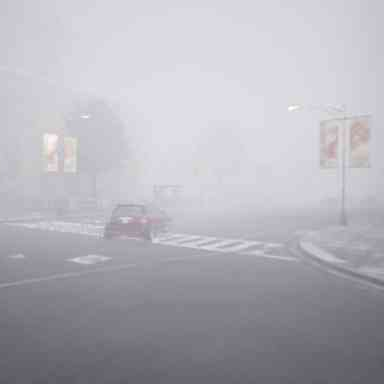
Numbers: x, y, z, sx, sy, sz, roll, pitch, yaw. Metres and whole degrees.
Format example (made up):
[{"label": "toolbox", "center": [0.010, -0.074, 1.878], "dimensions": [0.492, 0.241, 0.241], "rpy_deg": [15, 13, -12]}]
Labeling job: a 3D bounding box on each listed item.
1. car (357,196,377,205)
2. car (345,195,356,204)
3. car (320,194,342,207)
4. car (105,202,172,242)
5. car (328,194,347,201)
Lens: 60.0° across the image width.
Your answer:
[{"label": "car", "center": [29.887, 1.442, 56.360], "dimensions": [1.994, 1.385, 4.181], "rpy_deg": [0, 0, 37]}, {"label": "car", "center": [26.542, 1.350, 57.876], "dimensions": [2.128, 1.511, 4.902], "rpy_deg": [0, 0, 36]}, {"label": "car", "center": [20.531, 1.362, 49.448], "dimensions": [2.128, 1.511, 4.902], "rpy_deg": [0, 0, 36]}, {"label": "car", "center": [-2.466, 1.273, 16.321], "dimensions": [2.097, 1.767, 4.553], "rpy_deg": [1, 0, 10]}, {"label": "car", "center": [35.689, 1.314, 81.361], "dimensions": [4.674, 1.452, 2.002], "rpy_deg": [0, 0, -34]}]
